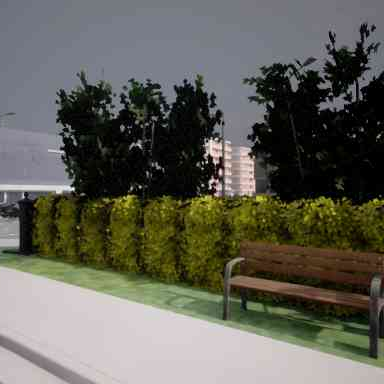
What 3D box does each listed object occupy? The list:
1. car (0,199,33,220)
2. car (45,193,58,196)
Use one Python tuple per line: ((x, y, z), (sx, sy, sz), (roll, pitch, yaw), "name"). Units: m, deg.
((-13.008, 1.462, 27.526), (1.882, 1.535, 5.008), (0, 0, 35), "car")
((-15.236, 1.167, 36.874), (2.150, 2.045, 5.566), (0, 0, 36), "car")
